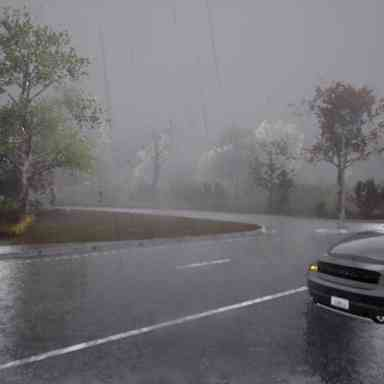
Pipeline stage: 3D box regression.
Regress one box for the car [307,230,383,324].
[{"bbox_3d":[4.368,1.552,6.855,4.892,1.490,1.837,0,0,-36],"label":"car"}]
